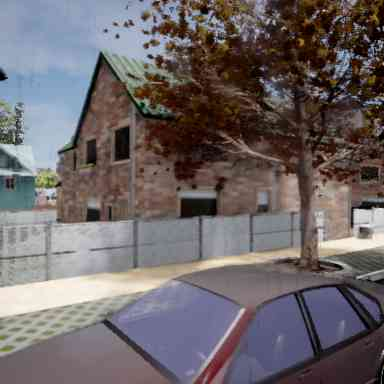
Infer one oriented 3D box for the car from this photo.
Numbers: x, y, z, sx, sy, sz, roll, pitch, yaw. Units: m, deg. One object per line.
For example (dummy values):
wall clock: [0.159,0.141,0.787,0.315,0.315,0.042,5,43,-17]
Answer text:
car: [0.511,1.561,3.433,5.357,1.411,2.033,0,0,-36]
